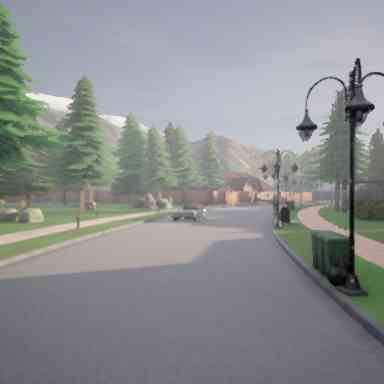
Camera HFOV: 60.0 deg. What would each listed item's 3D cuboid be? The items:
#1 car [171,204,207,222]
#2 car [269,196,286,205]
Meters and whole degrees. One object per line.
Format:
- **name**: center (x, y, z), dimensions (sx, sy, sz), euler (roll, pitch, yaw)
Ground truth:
- **car**: center (-0.153, 1.640, 26.641), dimensions (1.895, 1.301, 4.718), euler (0, 0, 14)
- **car**: center (16.462, 1.520, 63.953), dimensions (2.097, 1.767, 4.553), euler (0, 0, 34)
